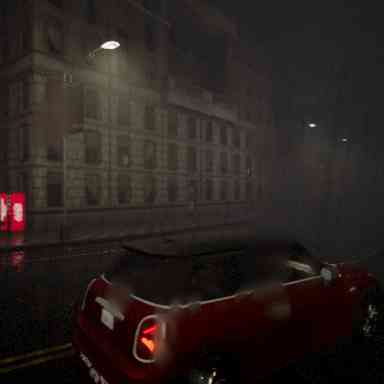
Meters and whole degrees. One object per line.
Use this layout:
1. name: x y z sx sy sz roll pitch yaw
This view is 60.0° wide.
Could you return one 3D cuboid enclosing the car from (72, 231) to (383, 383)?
1. car: 0.818 1.346 4.748 4.553 1.767 2.097 0 0 -37
